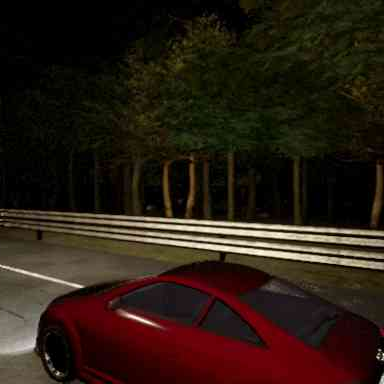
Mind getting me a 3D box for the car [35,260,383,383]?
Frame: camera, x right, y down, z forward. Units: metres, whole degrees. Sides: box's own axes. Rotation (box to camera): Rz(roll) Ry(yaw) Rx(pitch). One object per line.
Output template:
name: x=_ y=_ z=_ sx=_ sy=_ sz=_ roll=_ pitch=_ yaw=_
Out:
car: x=-0.017 y=1.567 z=4.002 sx=4.181 sy=1.385 sz=1.994 roll=0 pitch=0 yaw=35
